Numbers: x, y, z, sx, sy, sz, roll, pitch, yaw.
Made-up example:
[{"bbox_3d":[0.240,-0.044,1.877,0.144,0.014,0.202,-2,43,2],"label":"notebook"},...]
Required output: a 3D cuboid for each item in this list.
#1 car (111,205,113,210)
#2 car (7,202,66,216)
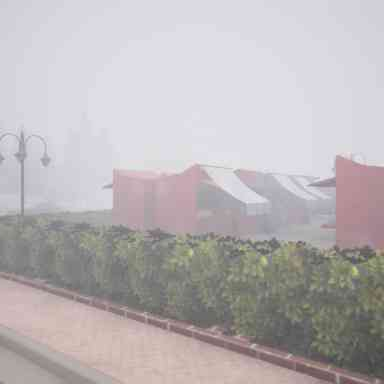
[{"bbox_3d":[-6.702,1.547,36.673,2.128,1.511,4.902,0,0,36],"label":"car"},{"bbox_3d":[-12.968,1.581,28.004,1.812,1.442,4.674,0,0,35],"label":"car"}]
